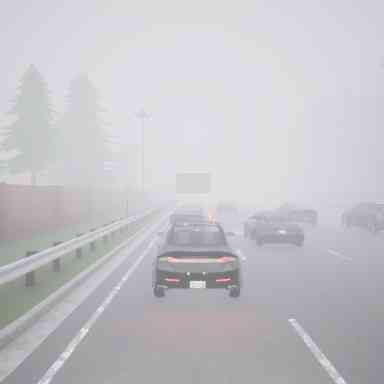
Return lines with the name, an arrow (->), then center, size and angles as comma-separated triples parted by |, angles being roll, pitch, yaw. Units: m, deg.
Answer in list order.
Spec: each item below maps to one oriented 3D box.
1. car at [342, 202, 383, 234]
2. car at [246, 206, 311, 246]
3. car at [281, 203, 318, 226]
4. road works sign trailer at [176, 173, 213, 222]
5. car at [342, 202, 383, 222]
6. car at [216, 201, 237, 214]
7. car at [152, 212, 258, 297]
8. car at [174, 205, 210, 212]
car -> 10.615, 1.351, 19.393 | 2.097, 1.767, 4.553 | 0, 0, 0
car -> 3.611, 1.564, 15.290 | 1.994, 1.385, 4.181 | 0, 0, 0
car -> 7.116, 1.478, 23.283 | 1.882, 1.535, 5.008 | 0, 0, 0
road works sign trailer -> 0.075, 0.464, 22.919 | 2.380, 3.560, 2.880 | 0, 0, 0
car -> 14.119, 1.565, 27.054 | 1.994, 1.385, 4.181 | 0, 0, 0
car -> 3.625, 1.601, 35.722 | 1.895, 1.301, 4.718 | 0, 0, 0
car -> 0.106, 1.492, 8.555 | 2.128, 1.511, 4.902 | 0, 0, 0
car -> -0.046, 1.474, 19.003 | 1.882, 1.535, 5.008 | 0, 0, 6
